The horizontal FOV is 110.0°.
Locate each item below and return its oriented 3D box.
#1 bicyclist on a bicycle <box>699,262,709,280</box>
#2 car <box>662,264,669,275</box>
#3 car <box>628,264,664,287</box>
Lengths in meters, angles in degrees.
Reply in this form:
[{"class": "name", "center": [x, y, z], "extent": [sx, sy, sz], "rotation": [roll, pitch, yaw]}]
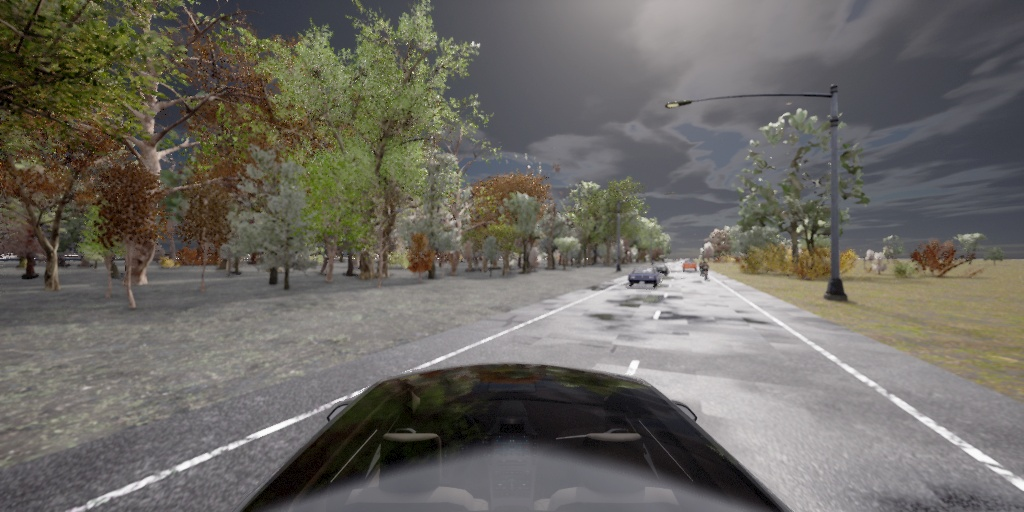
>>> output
[{"class": "bicyclist on a bicycle", "center": [17.594, 1.393, 32.539], "extent": [0.582, 1.620, 1.656], "rotation": [0, -1, 25]}, {"class": "car", "center": [17.628, 1.611, 42.771], "extent": [1.895, 1.301, 4.718], "rotation": [0, 0, 25]}, {"class": "car", "center": [9.791, 1.507, 26.309], "extent": [1.895, 1.301, 4.718], "rotation": [0, 0, 25]}]
